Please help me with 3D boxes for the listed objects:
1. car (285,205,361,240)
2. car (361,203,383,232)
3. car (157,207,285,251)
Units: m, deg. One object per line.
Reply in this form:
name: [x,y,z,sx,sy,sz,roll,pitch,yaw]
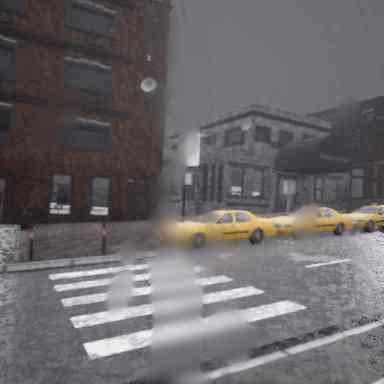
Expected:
car: [5.951,1.446,16.960,5.366,1.575,1.946,0,0,-31]
car: [10.702,1.449,19.778,5.366,1.575,1.946,0,0,-31]
car: [1.195,1.445,14.151,5.366,1.575,1.946,0,0,-30]
